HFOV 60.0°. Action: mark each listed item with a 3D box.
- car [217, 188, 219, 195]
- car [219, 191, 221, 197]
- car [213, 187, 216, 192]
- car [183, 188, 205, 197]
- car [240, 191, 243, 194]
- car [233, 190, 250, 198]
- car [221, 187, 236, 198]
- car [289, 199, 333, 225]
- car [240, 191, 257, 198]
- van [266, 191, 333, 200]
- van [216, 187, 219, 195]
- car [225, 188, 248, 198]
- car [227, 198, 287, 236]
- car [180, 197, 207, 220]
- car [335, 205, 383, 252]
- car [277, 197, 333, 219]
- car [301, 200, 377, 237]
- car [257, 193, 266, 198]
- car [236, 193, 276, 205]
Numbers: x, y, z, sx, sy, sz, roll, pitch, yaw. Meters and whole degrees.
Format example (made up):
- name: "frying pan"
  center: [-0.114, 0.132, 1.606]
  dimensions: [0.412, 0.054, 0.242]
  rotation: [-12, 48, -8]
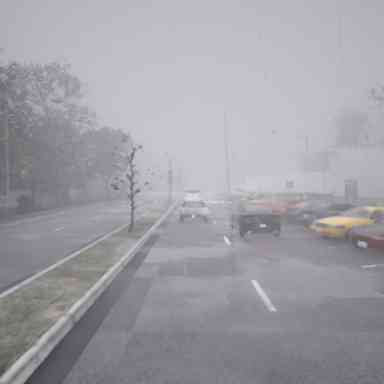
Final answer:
- name: "car"
  center: [8.102, 0.390, 65.833]
  dimensions: [4.792, 1.488, 2.163]
  rotation: [0, 1, -20]
- name: "car"
  center: [8.069, 0.457, 59.856]
  dimensions: [4.892, 1.521, 2.231]
  rotation: [0, 1, -20]
- name: "car"
  center: [7.904, 0.262, 71.717]
  dimensions: [5.366, 1.575, 1.946]
  rotation: [0, 1, -20]
- name: "car"
  center: [0.106, 0.541, 40.906]
  dimensions: [2.150, 2.045, 5.566]
  rotation: [0, 1, 0]
- name: "car"
  center: [8.100, 0.951, 36.016]
  dimensions: [4.792, 1.488, 2.163]
  rotation: [0, 1, -20]
- name: "car"
  center: [7.900, 0.850, 38.919]
  dimensions: [5.366, 1.575, 1.946]
  rotation: [0, 2, -20]
- name: "car"
  center: [8.104, 0.306, 53.902]
  dimensions: [5.566, 2.045, 2.435]
  rotation: [0, 1, -20]
- name: "car"
  center: [8.098, 1.314, 18.115]
  dimensions: [4.792, 1.488, 2.163]
  rotation: [0, 1, -20]
- name: "car"
  center: [7.899, 0.985, 32.954]
  dimensions: [5.366, 1.575, 1.946]
  rotation: [0, 2, -20]
- name: "van"
  center: [7.967, 0.953, 24.014]
  dimensions: [4.442, 1.987, 1.878]
  rotation: [0, 2, -20]
- name: "van"
  center: [7.970, 0.087, 68.755]
  dimensions: [4.442, 1.987, 1.878]
  rotation: [0, 1, -20]
- name: "car"
  center: [8.084, 0.614, 50.906]
  dimensions: [4.892, 1.521, 2.231]
  rotation: [0, 1, -20]
- name: "car"
  center: [3.102, 1.286, 17.008]
  dimensions: [1.882, 1.535, 5.008]
  rotation: [0, 1, 0]
- name: "car"
  center: [0.103, 1.284, 24.254]
  dimensions: [1.895, 1.301, 4.718]
  rotation: [0, 1, 0]
- name: "car"
  center: [8.044, 1.397, 12.119]
  dimensions: [4.792, 1.488, 2.163]
  rotation: [1, 1, -20]
- name: "car"
  center: [8.067, 1.271, 21.087]
  dimensions: [4.674, 1.452, 2.002]
  rotation: [0, 1, -20]
- name: "car"
  center: [7.899, 1.323, 15.046]
  dimensions: [5.366, 1.575, 1.946]
  rotation: [1, 1, -20]
- name: "car"
  center: [8.045, 0.992, 27.043]
  dimensions: [4.553, 1.767, 2.185]
  rotation: [0, 1, -20]
- name: "car"
  center: [8.069, 0.830, 41.968]
  dimensions: [4.674, 1.452, 2.002]
  rotation: [0, 1, -20]
